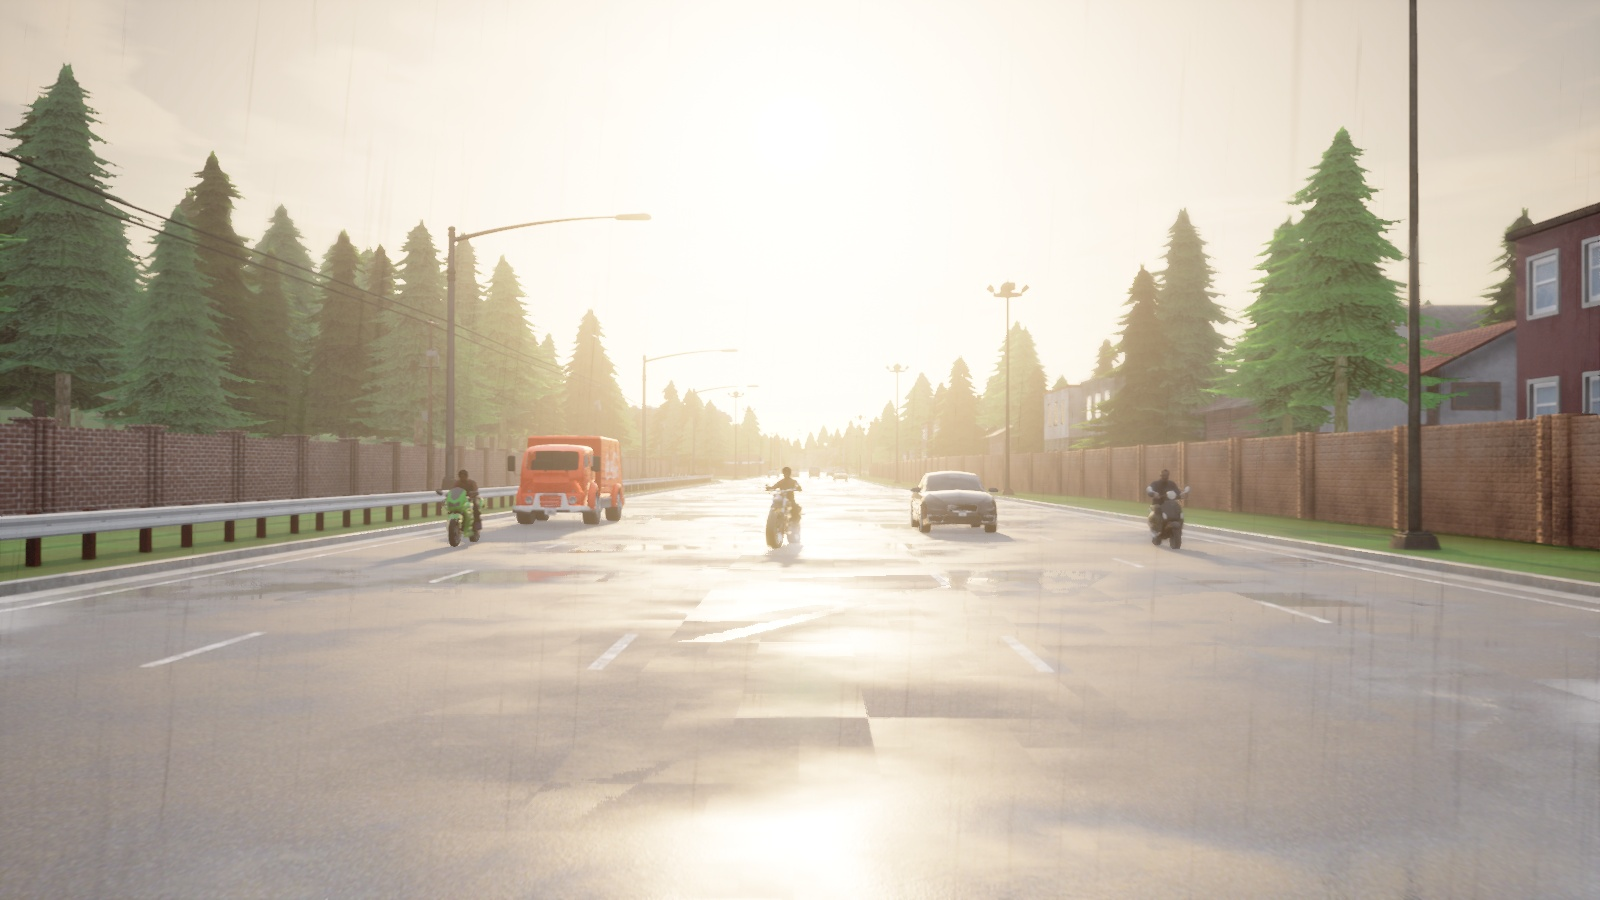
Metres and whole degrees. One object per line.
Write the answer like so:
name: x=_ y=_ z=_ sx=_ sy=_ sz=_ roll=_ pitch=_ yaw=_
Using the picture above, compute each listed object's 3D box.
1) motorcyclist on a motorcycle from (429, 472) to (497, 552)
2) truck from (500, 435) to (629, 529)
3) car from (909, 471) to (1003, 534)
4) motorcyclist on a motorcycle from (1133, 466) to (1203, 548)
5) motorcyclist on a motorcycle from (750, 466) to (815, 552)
motorcyclist on a motorcycle: x=-6.673 y=1.198 z=24.970 sx=0.797 sy=1.523 sz=2.044 roll=0 pitch=-1 yaw=1
truck: x=-6.563 y=0.890 z=35.727 sx=2.627 sy=2.467 sz=5.204 roll=0 pitch=-1 yaw=1
car: x=3.903 y=1.286 z=32.211 sx=1.837 sy=1.490 sz=4.892 roll=0 pitch=-1 yaw=1
motorcyclist on a motorcycle: x=7.329 y=1.114 z=25.121 sx=0.866 sy=1.590 sz=1.817 roll=0 pitch=-1 yaw=1
motorcyclist on a motorcycle: x=-0.324 y=1.144 z=25.253 sx=0.766 sy=1.649 sz=2.350 roll=-1 pitch=-1 yaw=13
